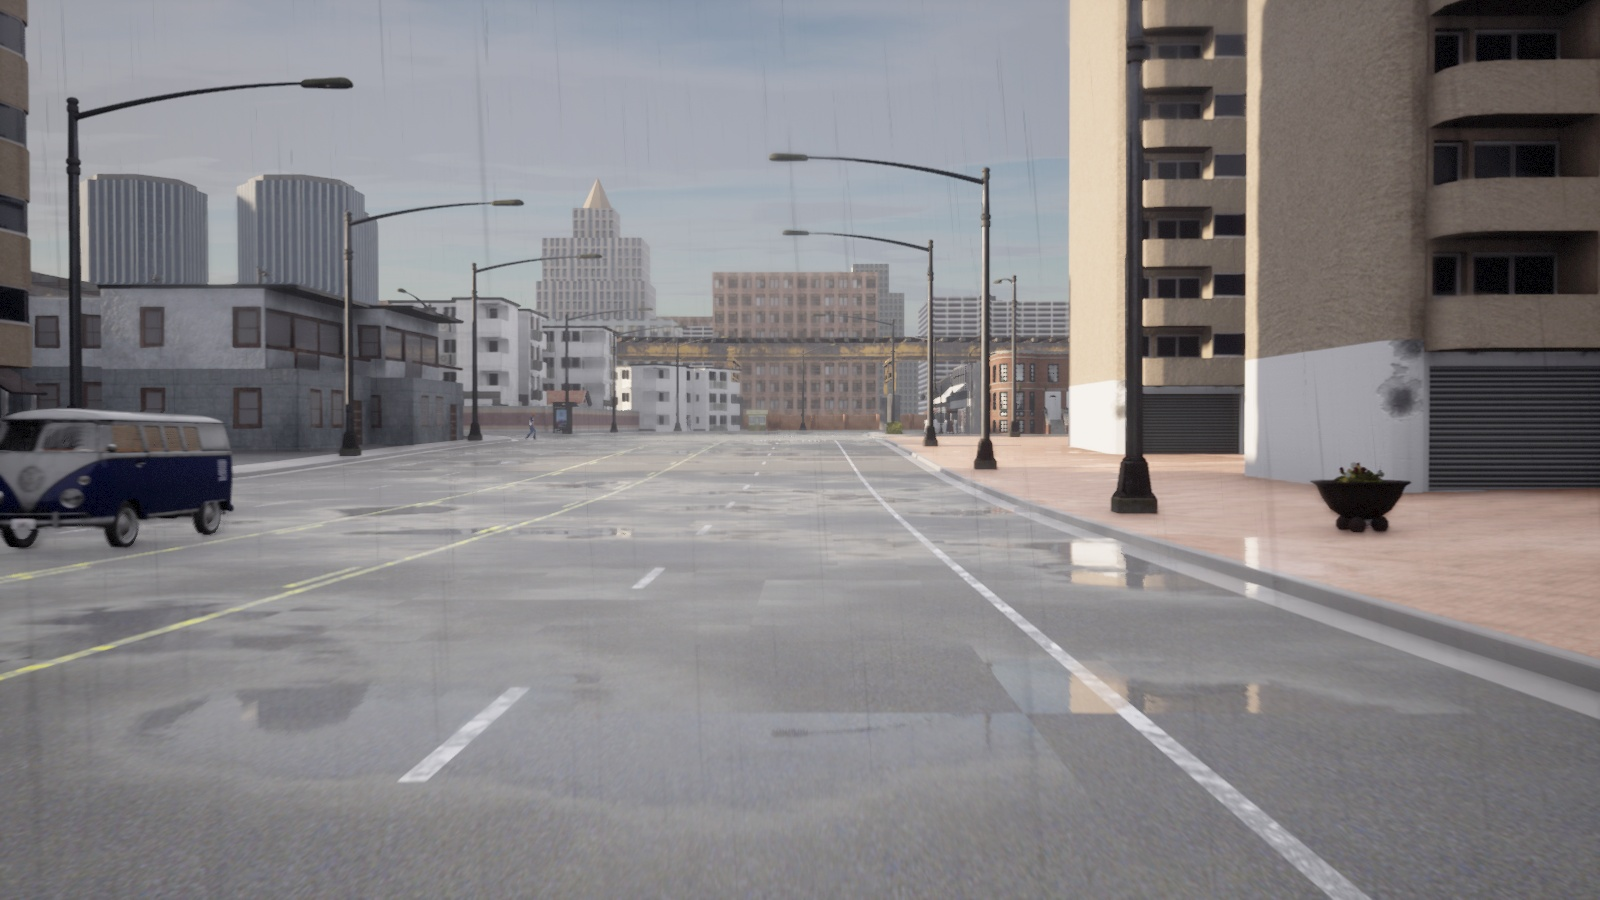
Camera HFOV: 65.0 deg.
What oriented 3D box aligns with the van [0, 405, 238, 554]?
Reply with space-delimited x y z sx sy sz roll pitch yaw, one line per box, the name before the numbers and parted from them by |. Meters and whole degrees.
van | -10.377 0.379 18.953 1.775 1.987 4.442 0 0 0
